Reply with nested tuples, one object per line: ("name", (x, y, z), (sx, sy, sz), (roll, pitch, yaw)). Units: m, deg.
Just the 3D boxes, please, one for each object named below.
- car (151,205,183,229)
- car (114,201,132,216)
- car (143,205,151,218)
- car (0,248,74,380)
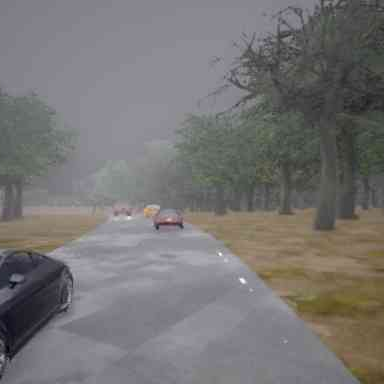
("car", (-1.768, 1.846, 24.174), (1.994, 1.385, 4.181), (0, -1, -8))
("car", (-9.660, 2.307, 46.346), (2.150, 2.045, 5.566), (0, -2, -15))
("car", (-4.760, 2.281, 39.990), (1.882, 1.535, 5.008), (0, -2, -13))
("car", (-3.264, 1.586, 4.912), (1.994, 1.385, 4.181), (0, 0, -2))
